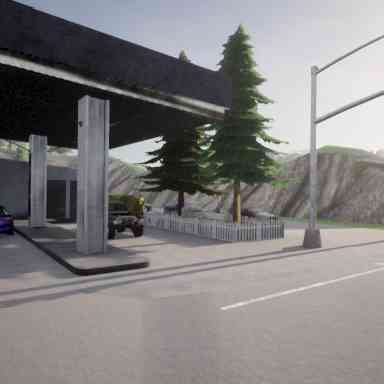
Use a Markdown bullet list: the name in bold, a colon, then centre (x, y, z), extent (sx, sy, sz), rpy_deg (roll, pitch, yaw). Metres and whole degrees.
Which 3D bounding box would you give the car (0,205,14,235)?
- **car**: centre (-11.400, 1.524, 18.656), extent (2.242, 1.667, 4.611), rpy_deg (1, 0, -35)

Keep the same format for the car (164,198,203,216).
- **car**: centre (-0.884, 1.542, 32.706), extent (2.097, 1.767, 4.553), rpy_deg (1, 0, -35)

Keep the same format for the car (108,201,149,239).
- **car**: centre (-4.272, 1.448, 18.380), extent (1.905, 1.878, 3.866), rpy_deg (1, 0, -35)

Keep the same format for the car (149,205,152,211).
- **car**: centre (-6.918, 1.667, 41.451), extent (2.033, 1.411, 5.357), rpy_deg (1, 0, -35)

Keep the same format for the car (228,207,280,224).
- **car**: centre (4.523, 1.816, 24.869), extent (1.994, 1.385, 4.181), rpy_deg (1, 0, -35)
